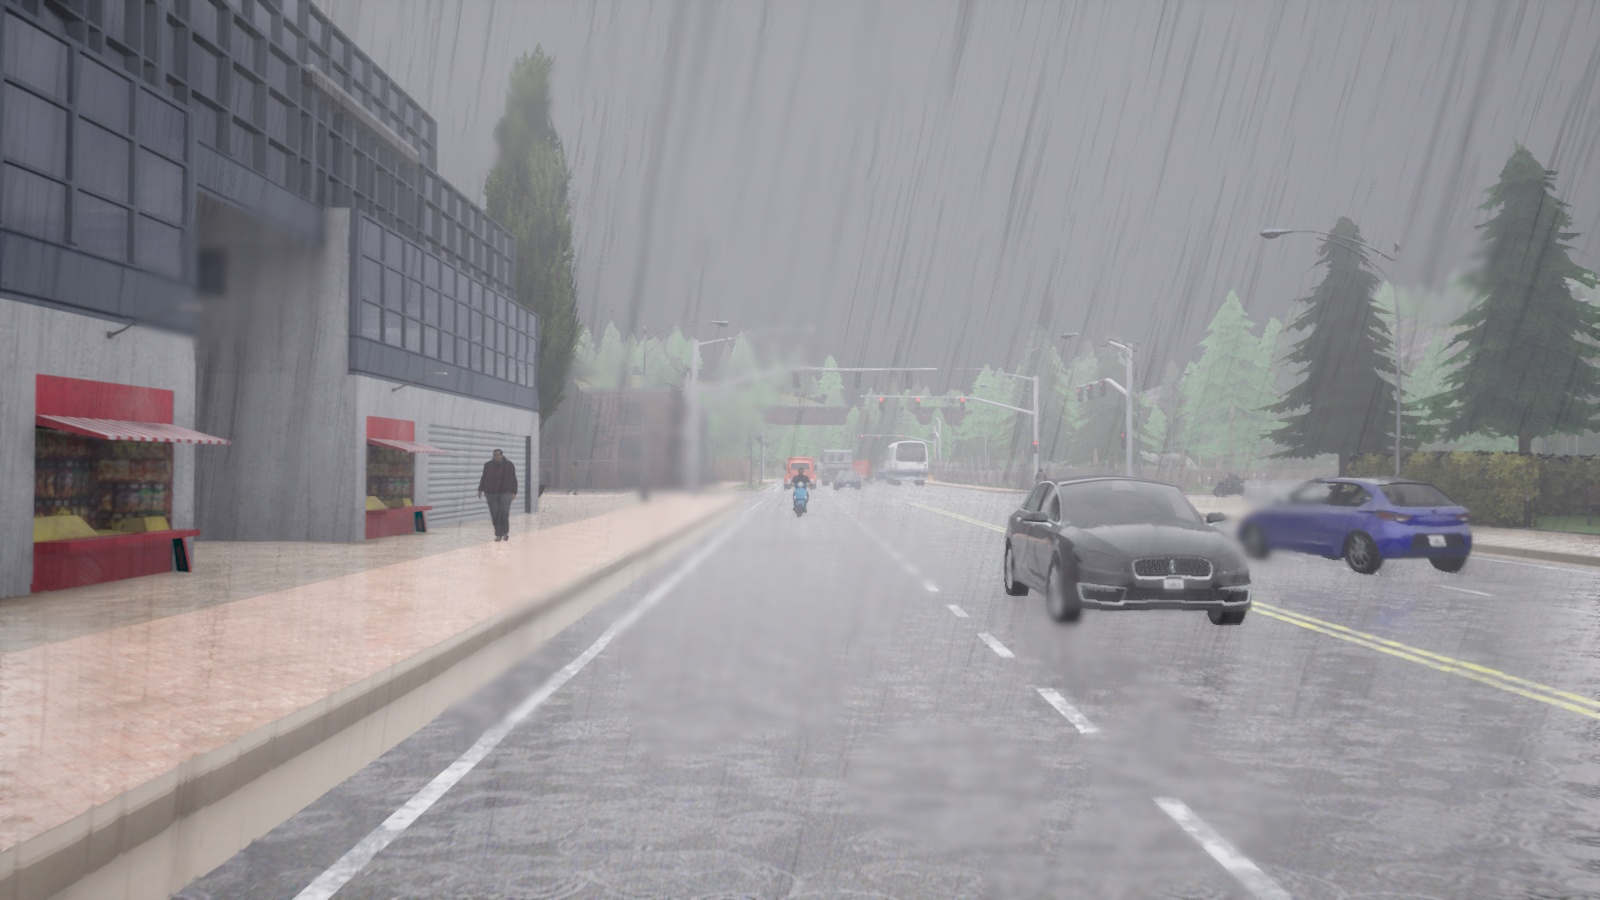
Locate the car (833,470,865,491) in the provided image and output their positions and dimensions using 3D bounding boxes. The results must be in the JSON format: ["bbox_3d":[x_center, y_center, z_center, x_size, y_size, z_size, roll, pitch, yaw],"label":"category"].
[{"bbox_3d":[3.545,2.177,91.304,2.163,1.488,4.792,0,-1,0],"label":"car"}]

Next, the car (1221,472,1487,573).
[{"bbox_3d":[8.930,1.102,20.687,1.816,1.474,4.193,0,-1,-14],"label":"car"}]

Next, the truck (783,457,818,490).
[{"bbox_3d":[0.046,1.790,97.004,2.627,2.467,5.204,0,-1,0],"label":"truck"}]

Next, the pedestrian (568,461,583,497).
[{"bbox_3d":[-11.495,1.487,64.270,0.709,1.840,0.431,0,-1,-7],"label":"pedestrian"}]

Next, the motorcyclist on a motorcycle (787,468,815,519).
[{"bbox_3d":[0.033,1.371,40.126,0.866,1.590,1.817,0,-1,0],"label":"motorcyclist on a motorcycle"}]

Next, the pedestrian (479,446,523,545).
[{"bbox_3d":[-5.656,0.852,23.763,0.634,1.844,0.899,0,-1,-2],"label":"pedestrian"}]

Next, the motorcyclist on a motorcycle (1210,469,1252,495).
[{"bbox_3d":[25.654,1.874,74.723,2.191,1.530,0.866,0,-1,0],"label":"motorcyclist on a motorcycle"}]

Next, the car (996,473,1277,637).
[{"bbox_3d":[3.501,1.016,14.085,1.837,1.490,4.892,0,-1,0],"label":"car"}]
